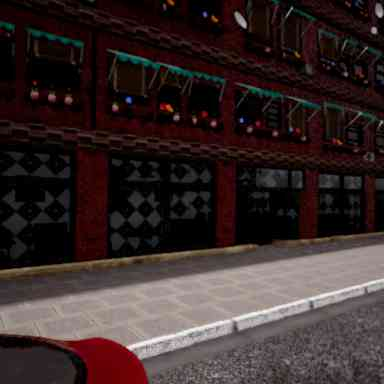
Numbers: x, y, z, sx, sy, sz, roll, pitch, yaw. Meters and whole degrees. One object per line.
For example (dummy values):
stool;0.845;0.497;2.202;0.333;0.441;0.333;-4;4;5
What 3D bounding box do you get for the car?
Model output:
car;-2.286;1.529;1.294;4.674;1.442;1.812;1;-1;-34
